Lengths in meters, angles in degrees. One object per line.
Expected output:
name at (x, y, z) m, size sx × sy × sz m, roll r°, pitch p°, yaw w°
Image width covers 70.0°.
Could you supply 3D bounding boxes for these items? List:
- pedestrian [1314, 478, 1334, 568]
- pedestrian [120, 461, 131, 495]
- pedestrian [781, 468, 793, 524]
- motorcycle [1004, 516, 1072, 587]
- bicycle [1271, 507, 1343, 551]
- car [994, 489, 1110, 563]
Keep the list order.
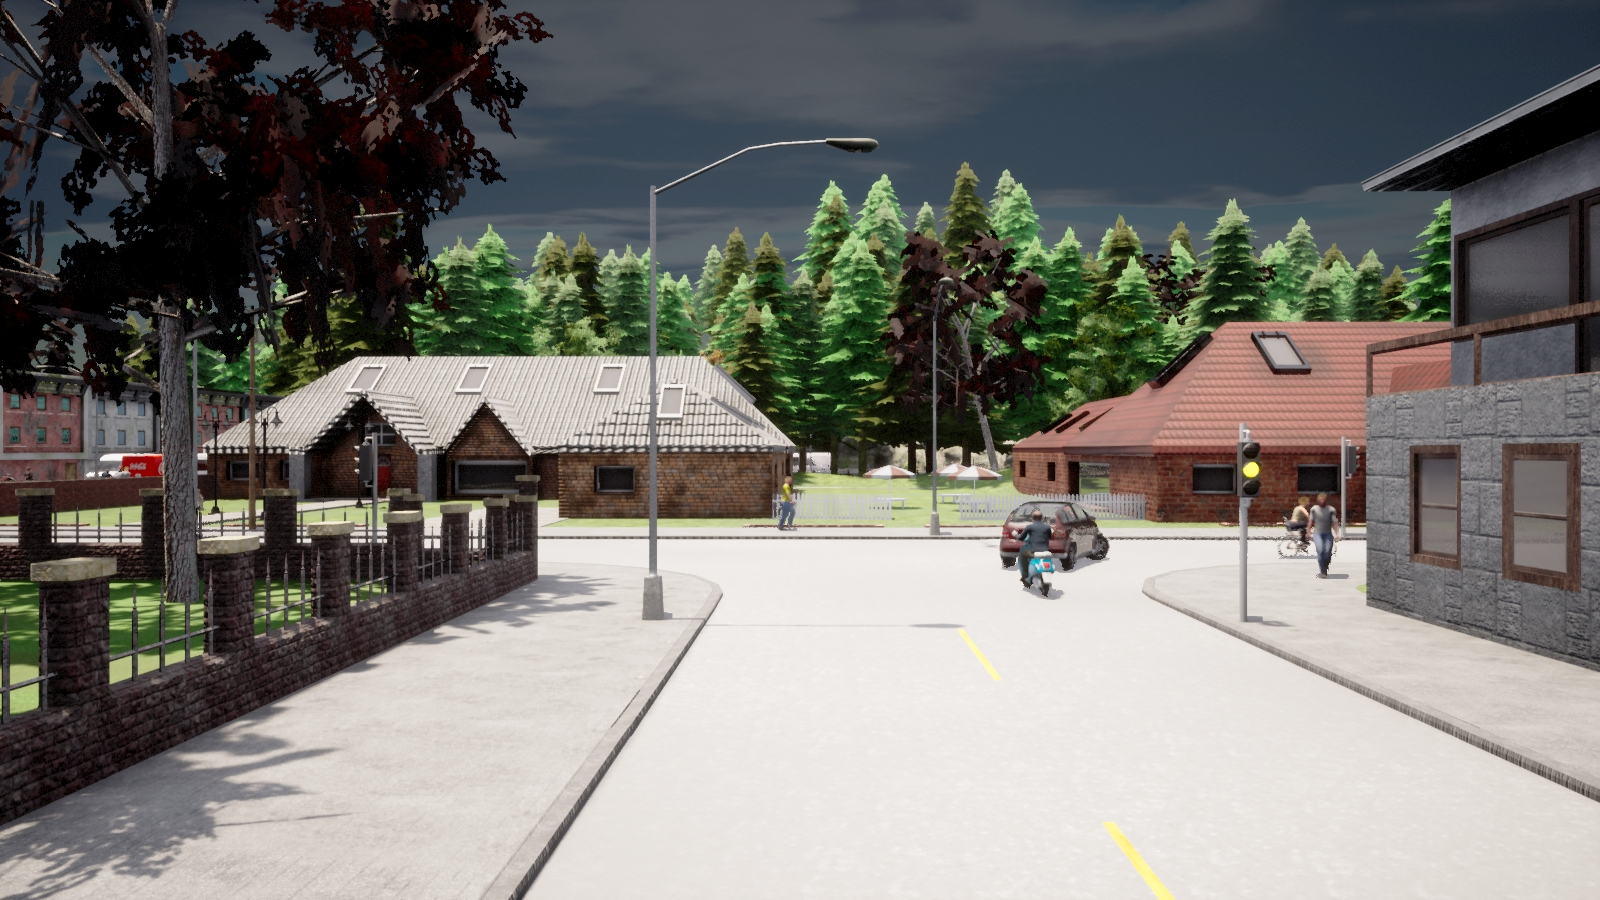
pedestrian at (11.008, 1.518, 24.013) m, size 0.375 × 1.860 × 0.375 m, roll 0°, pitch 0°, yaw 22°
pedestrian at (-37.055, 1.524, 62.796) m, size 0.375 × 1.860 × 0.375 m, roll 0°, pitch 0°, yaw -2°
pedestrian at (-0.435, 1.524, 37.920) m, size 0.375 × 1.860 × 0.375 m, roll 0°, pitch 0°, yaw 2°
motorcycle at (4.653, 1.962, 22.466) m, size 0.856 × 1.236 × 1.805 m, roll 0°, pitch 0°, yaw -3°
bicycle at (13.086, 2.036, 29.504) m, size 1.487 × 1.080 × 0.859 m, roll 0°, pitch 0°, yaw 1°
car at (6.259, 1.805, 28.135) m, size 1.789 × 1.549 × 3.705 m, roll -1°, pitch 0°, yaw 29°
